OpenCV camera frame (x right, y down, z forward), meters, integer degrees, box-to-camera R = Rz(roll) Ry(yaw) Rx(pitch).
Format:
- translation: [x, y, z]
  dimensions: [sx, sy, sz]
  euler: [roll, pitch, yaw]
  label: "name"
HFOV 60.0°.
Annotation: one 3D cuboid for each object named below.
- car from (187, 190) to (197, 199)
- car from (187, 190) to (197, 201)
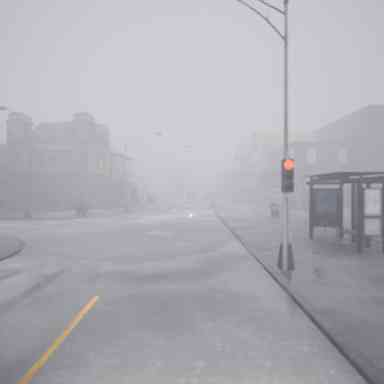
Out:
- translation: [0.030, 0.519, 77.939]
  dimensions: [2.150, 2.045, 5.566]
  euler: [0, 0, 0]
  label: "car"
- translation: [0.026, 0.883, 67.877]
  dimensions: [2.097, 1.767, 4.553]
  euler: [0, 0, 0]
  label: "car"
